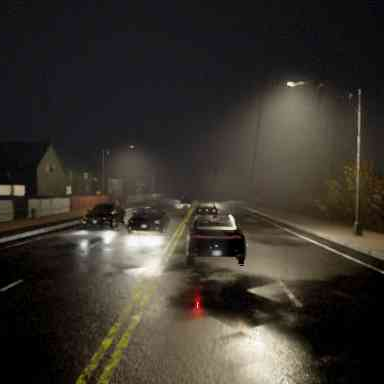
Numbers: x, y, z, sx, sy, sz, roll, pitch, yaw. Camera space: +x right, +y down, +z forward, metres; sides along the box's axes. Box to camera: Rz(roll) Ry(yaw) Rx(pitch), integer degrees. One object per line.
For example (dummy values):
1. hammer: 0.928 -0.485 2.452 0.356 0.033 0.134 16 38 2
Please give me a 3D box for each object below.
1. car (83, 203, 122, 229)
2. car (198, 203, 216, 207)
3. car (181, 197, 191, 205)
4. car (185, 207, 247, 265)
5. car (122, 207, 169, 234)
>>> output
1. car: -5.622 1.503 21.911 1.837 1.490 4.892 0 0 2
2. car: 1.349 1.663 31.097 1.895 1.301 4.718 0 0 2
3. car: -1.094 1.664 62.077 2.033 1.411 5.357 0 0 2
4. car: 0.785 1.522 11.857 2.128 1.511 4.902 0 0 2
5. car: -2.449 1.582 19.252 1.994 1.385 4.181 0 0 2
